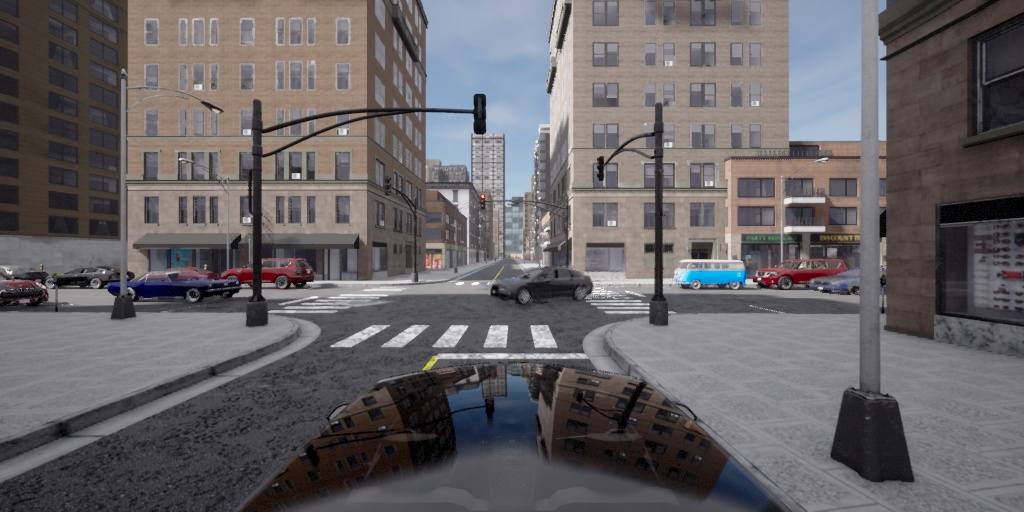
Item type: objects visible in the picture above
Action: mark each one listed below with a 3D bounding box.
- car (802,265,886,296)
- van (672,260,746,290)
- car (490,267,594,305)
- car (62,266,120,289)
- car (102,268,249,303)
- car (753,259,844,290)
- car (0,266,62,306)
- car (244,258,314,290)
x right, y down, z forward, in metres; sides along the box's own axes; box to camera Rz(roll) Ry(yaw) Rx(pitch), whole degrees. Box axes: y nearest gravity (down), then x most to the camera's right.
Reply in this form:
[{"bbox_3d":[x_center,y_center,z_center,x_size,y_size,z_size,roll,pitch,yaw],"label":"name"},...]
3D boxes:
[{"bbox_3d":[19.146,1.326,19.142,5.357,1.411,2.033,0,0,0],"label":"car"},{"bbox_3d":[12.036,1.114,21.937,3.998,1.789,1.690,0,0,0],"label":"van"},{"bbox_3d":[1.401,1.266,16.111,4.892,1.490,1.837,1,-1,-27],"label":"car"},{"bbox_3d":[-25.958,1.306,22.154,4.313,1.339,1.948,0,0,0],"label":"car"},{"bbox_3d":[-15.001,1.350,16.149,4.718,1.301,1.895,0,0,3],"label":"car"},{"bbox_3d":[17.633,1.093,21.905,5.009,1.841,2.192,0,0,0],"label":"car"},{"bbox_3d":[-20.458,1.183,13.597,4.097,1.591,1.967,0,0,0],"label":"car"},{"bbox_3d":[-14.911,1.066,22.091,5.009,1.841,2.192,0,0,0],"label":"car"}]
